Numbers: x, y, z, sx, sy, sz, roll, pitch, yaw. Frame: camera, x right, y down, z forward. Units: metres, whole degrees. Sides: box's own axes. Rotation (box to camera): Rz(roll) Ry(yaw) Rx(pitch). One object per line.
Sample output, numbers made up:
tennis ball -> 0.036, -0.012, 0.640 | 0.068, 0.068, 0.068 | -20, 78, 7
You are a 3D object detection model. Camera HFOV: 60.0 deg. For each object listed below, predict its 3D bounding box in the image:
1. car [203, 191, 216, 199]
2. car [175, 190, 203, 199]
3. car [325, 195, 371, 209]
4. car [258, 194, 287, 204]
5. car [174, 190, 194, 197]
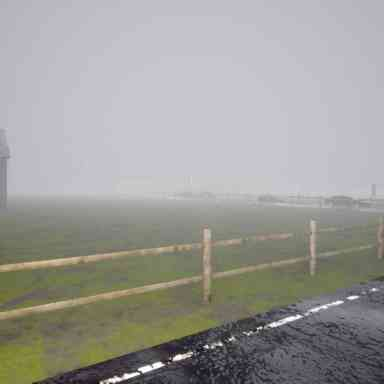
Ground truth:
car -> 2.729, 0.597, 65.443 | 1.837, 1.490, 4.892 | 0, 1, -35
car -> -0.656, 0.541, 64.068 | 1.882, 1.535, 5.008 | 0, 1, -35
car -> 17.773, 1.112, 38.109 | 1.882, 1.535, 5.008 | 0, 1, -35
car -> 11.350, 0.997, 47.112 | 1.994, 1.385, 4.181 | 0, 1, -35
car -> -1.836, 0.362, 71.785 | 1.837, 1.490, 4.892 | 0, 1, -36
